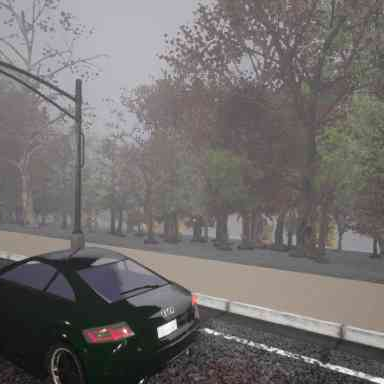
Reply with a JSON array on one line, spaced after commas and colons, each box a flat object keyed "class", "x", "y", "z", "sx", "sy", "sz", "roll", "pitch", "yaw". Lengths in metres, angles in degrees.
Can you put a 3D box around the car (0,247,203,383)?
[{"class": "car", "x": -1.915, "y": 1.563, "z": 5.055, "sx": 4.181, "sy": 1.385, "sz": 1.994, "roll": 0, "pitch": 0, "yaw": 36}]
